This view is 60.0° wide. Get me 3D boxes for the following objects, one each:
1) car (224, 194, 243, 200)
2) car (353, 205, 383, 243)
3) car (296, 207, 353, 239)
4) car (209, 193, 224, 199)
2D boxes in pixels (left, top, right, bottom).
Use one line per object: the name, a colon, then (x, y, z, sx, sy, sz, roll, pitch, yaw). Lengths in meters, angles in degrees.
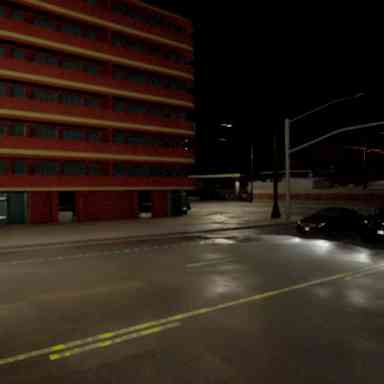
car: (10.515, 1.159, 80.310, 3.806, 1.475, 1.970, -1, 0, -35)
car: (10.057, 1.319, 15.342, 5.566, 2.045, 2.150, 0, 0, -35)
car: (7.630, 1.572, 17.917, 4.674, 1.442, 1.812, 0, 0, -35)
car: (6.542, 1.010, 84.529, 4.611, 1.667, 2.242, -1, 0, -35)
